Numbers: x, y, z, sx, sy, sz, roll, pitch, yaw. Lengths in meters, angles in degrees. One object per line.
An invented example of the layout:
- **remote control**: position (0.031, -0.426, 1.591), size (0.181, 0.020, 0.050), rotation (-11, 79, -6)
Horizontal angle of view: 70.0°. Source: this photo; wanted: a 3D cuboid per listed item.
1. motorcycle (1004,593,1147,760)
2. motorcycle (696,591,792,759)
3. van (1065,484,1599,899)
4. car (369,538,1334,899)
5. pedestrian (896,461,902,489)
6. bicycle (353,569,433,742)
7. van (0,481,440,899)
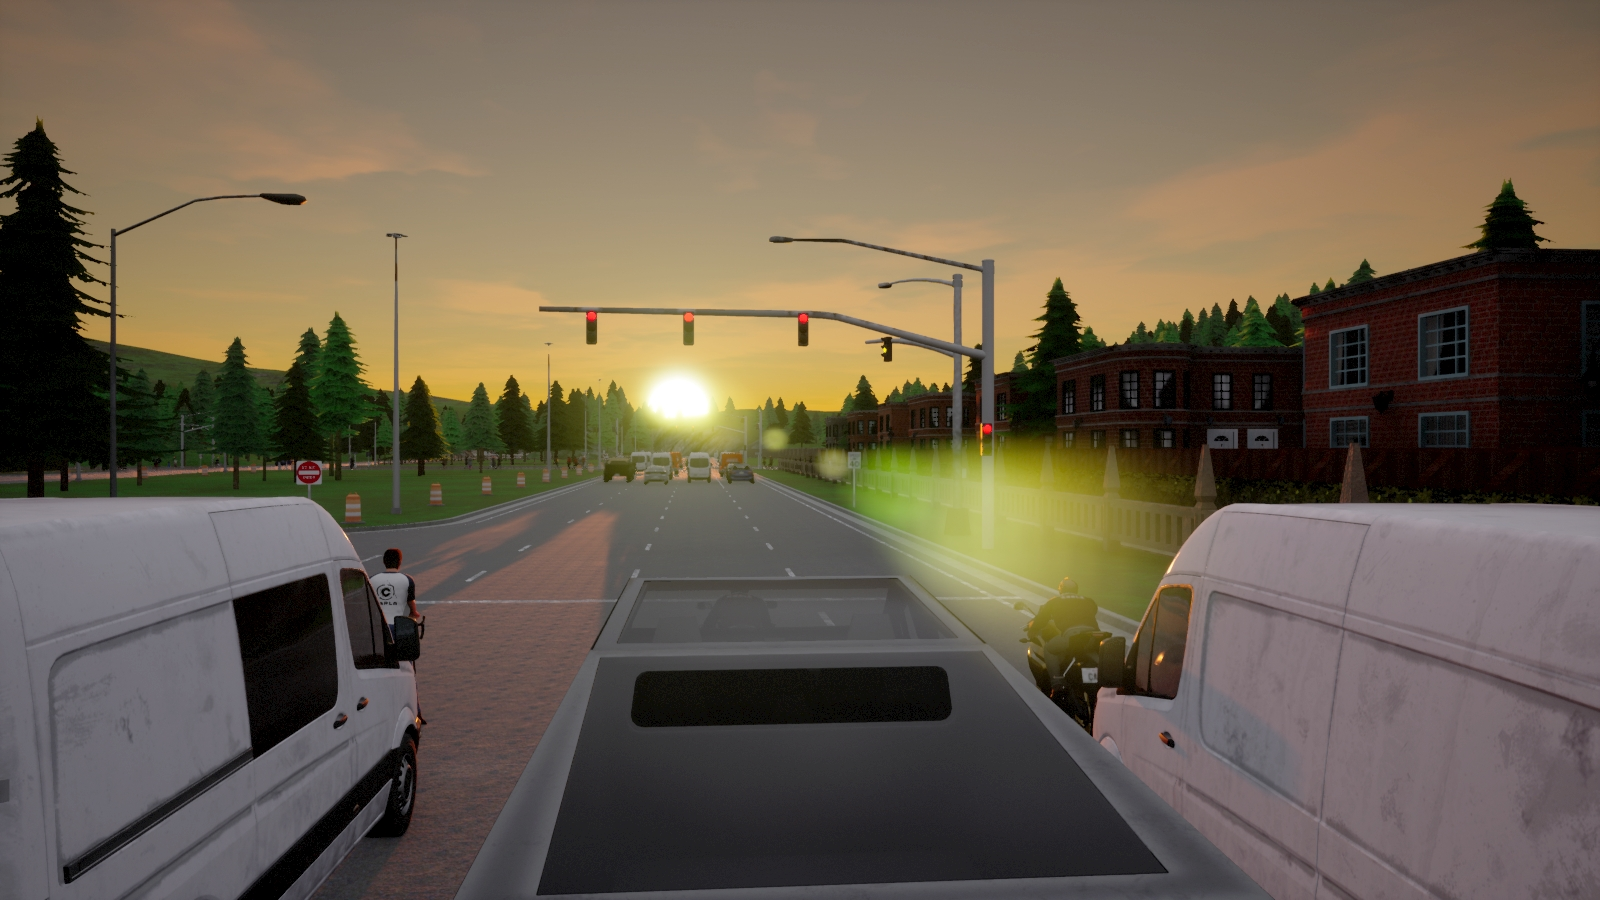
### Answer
- **motorcycle**: position (2.714, 2.205, 11.543), size (0.867, 1.251, 2.209), rotation (0, 0, -2)
- **motorcycle**: position (-0.613, 2.205, 11.622), size (0.867, 1.251, 2.209), rotation (0, 0, -6)
- **van**: position (3.020, 1.534, 5.590), size (1.988, 2.561, 5.915), rotation (0, 0, -1)
- **car**: position (-0.117, 1.754, 5.929), size (2.390, 2.098, 6.274), rotation (0, 0, -5)
- **pedestrian**: position (6.652, 1.696, 76.652), size (0.375, 1.860, 0.375), rotation (0, 0, -5)
- **bicycle**: position (-4.173, 2.056, 11.794), size (0.373, 1.496, 1.643), rotation (0, 0, -5)
- **van**: position (-3.677, 1.534, 6.378), size (1.988, 2.561, 5.915), rotation (0, 0, -5)
